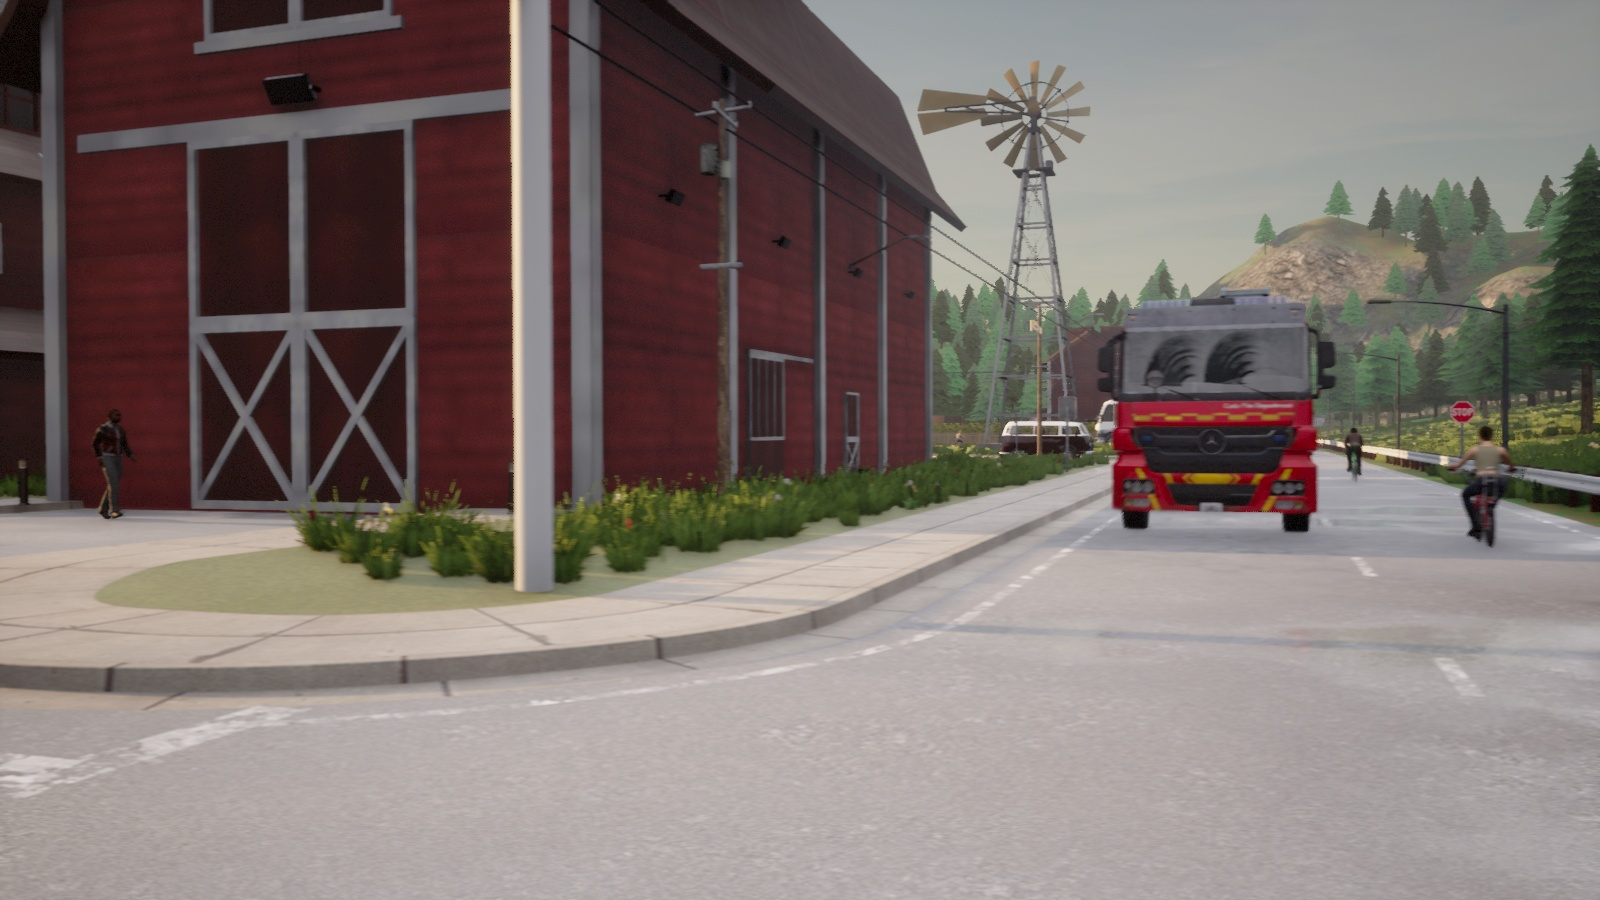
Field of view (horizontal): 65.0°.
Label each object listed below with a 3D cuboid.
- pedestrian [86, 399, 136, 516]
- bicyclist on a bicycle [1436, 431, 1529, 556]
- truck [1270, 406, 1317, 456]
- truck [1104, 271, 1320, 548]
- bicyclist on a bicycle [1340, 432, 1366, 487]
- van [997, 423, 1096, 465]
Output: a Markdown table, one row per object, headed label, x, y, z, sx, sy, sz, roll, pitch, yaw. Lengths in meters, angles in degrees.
| label | x | y | z | sx | sy | sz | roll | pitch | yaw |
| --- | --- | --- | --- | --- | --- | --- | --- | --- | --- |
| pedestrian | -11.475 | 0.116 | 20.916 | 0.666 | 1.930 | 0.402 | 1 | 1 | 22 |
| bicyclist on a bicycle | 9.213 | 0.553 | 17.009 | 0.866 | 1.612 | 1.509 | 0 | 1 | 20 |
| truck | 35.436 | -1.384 | 90.441 | 2.891 | 3.462 | 7.936 | 0 | 1 | 20 |
| truck | 7.225 | -0.627 | 21.813 | 2.891 | 3.827 | 8.468 | 0 | 1 | 20 |
| bicyclist on a bicycle | 16.642 | 0.280 | 37.812 | 0.582 | 1.620 | 1.656 | 0 | 1 | 20 |
| van | 12.122 | -0.321 | 61.708 | 4.480 | 2.038 | 2.069 | 1 | 1 | 21 |
